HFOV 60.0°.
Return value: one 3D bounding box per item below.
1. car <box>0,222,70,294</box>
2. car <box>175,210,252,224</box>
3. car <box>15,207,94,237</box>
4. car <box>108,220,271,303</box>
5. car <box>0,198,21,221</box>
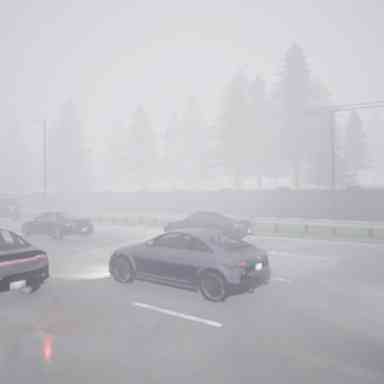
[{"bbox_3d":[-5.314,1.582,7.786,4.902,1.511,2.128,-1,0,36],"label":"car"},{"bbox_3d":[0.737,1.615,16.367,4.674,1.442,1.812,-1,0,36],"label":"car"},{"bbox_3d":[-7.162,1.689,17.702,4.674,1.442,1.812,-1,0,36],"label":"car"},{"bbox_3d":[-0.174,1.614,8.417,4.181,1.385,1.994,-1,0,36],"label":"car"},{"bbox_3d":[-17.173,1.539,29.145,5.566,2.045,2.150,0,0,36],"label":"car"}]
